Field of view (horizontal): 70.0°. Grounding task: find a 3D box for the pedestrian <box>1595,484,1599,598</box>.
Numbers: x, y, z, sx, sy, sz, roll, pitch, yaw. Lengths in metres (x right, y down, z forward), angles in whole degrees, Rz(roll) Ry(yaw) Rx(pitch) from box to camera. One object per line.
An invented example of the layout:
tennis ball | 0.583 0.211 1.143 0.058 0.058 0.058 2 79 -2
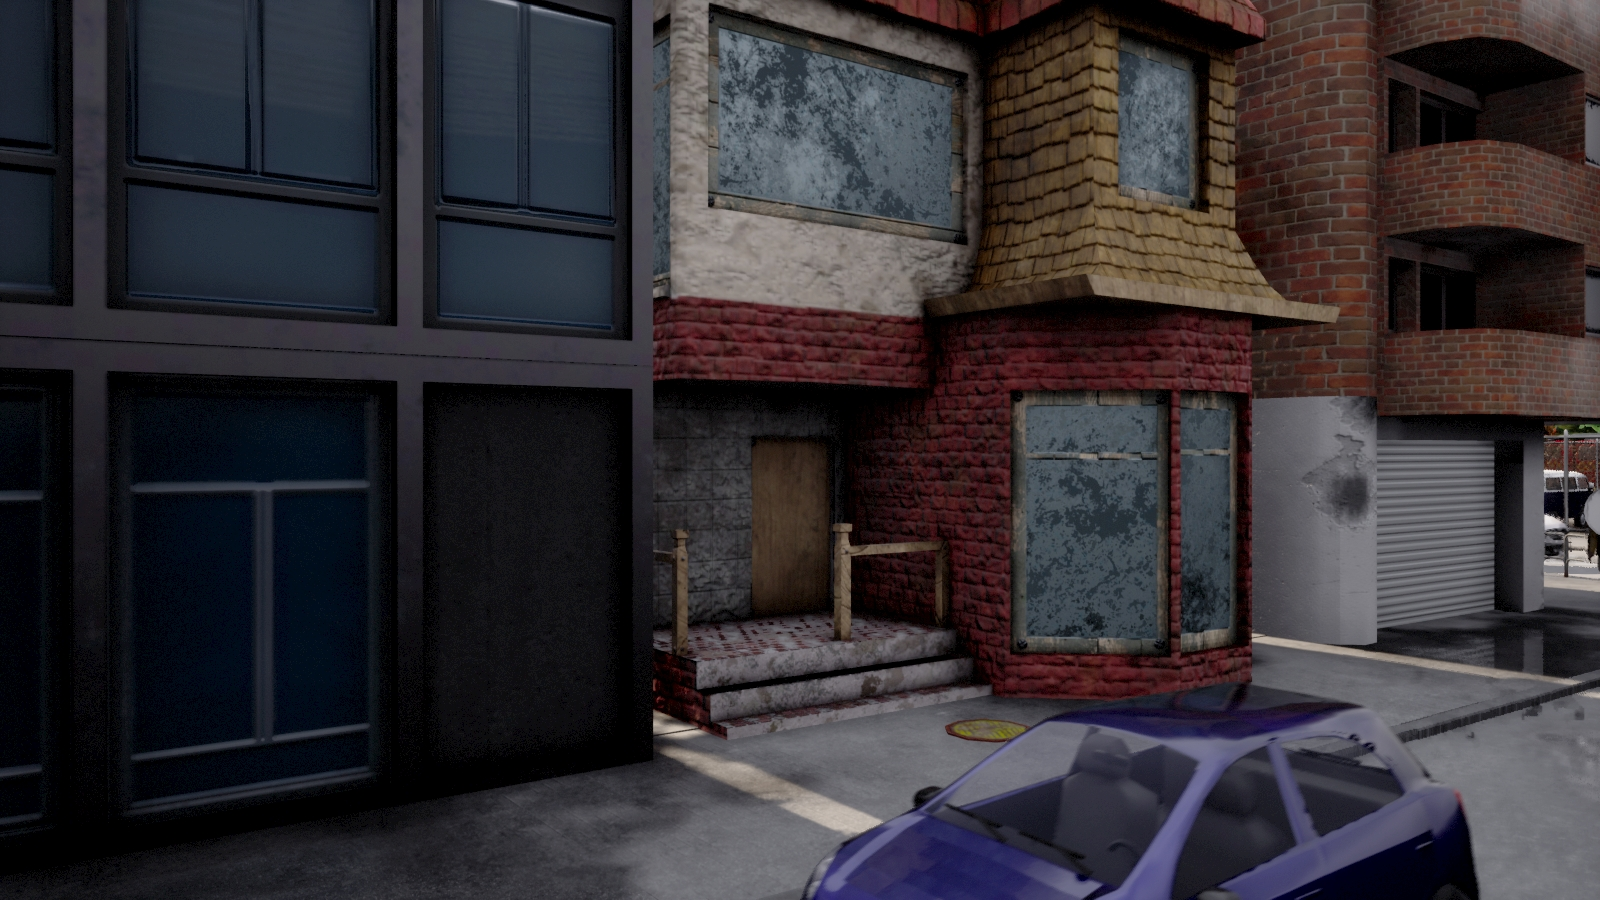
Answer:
pedestrian | 13.416 1.507 18.927 0.375 1.860 0.375 0 0 37

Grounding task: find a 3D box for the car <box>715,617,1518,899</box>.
car | 1.629 1.817 5.505 3.633 1.501 1.845 0 0 -35
